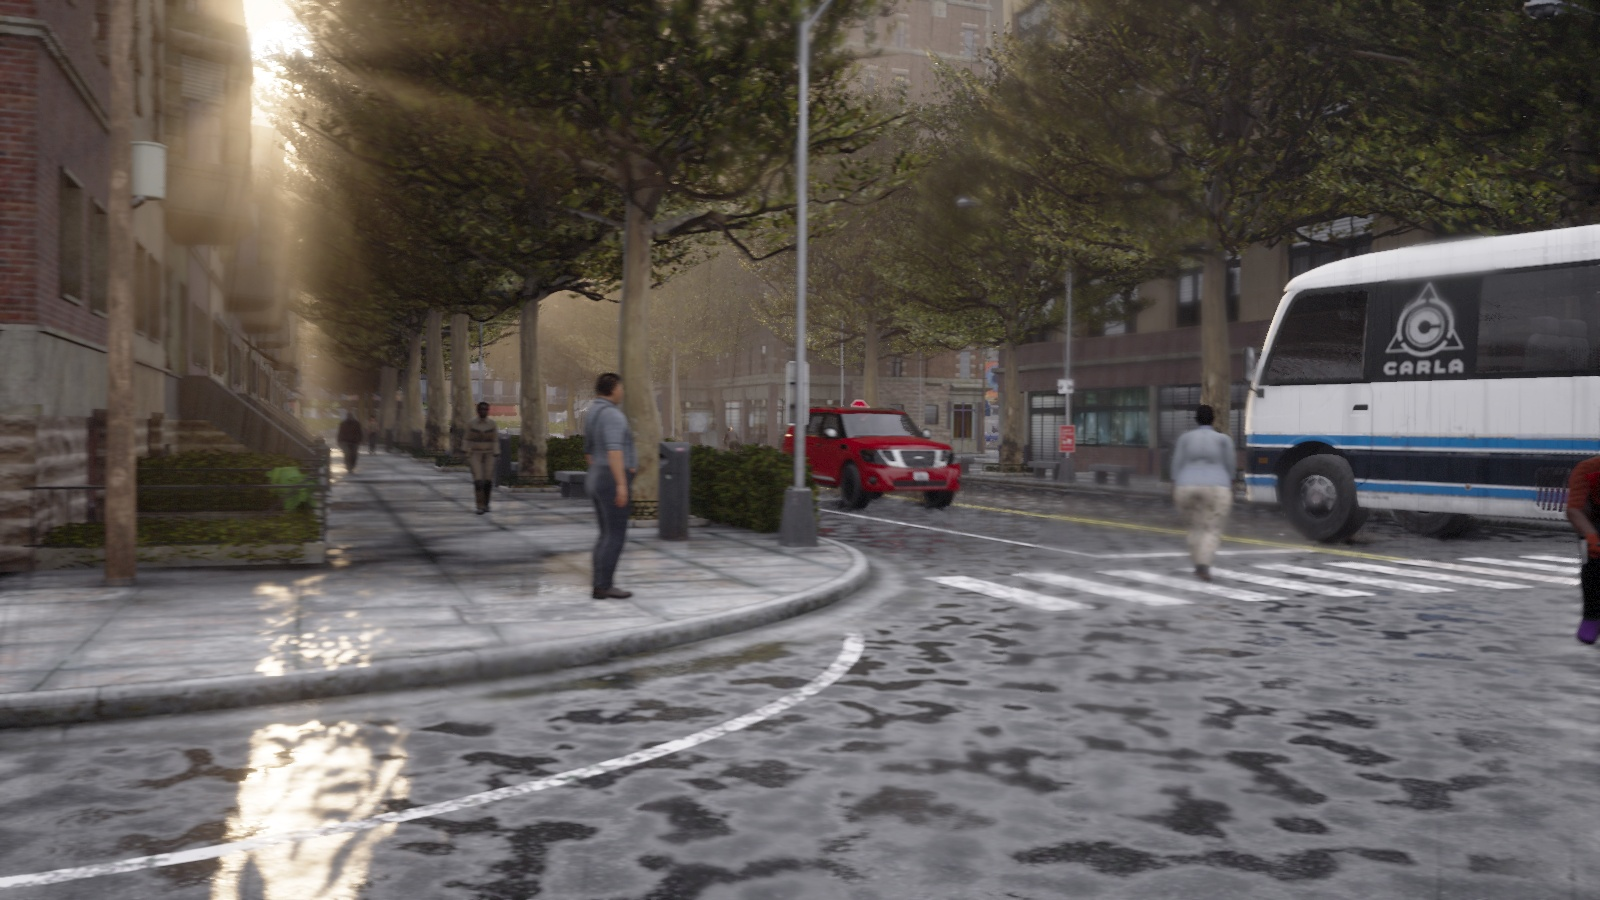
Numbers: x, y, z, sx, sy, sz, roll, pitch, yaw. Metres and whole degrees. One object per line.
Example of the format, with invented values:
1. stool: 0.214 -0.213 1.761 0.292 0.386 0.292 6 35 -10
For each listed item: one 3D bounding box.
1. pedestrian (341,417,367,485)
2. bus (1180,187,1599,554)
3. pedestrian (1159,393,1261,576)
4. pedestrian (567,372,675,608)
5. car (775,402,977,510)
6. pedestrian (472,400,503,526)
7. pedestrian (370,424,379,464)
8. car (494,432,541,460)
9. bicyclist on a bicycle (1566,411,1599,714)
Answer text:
1. pedestrian: -12.458 0.019 35.060 0.634 1.844 0.899 -1 1 -21
2. bus: 10.389 -0.960 16.518 3.944 4.253 10.273 -1 1 -32
3. pedestrian: 4.344 0.342 13.286 0.874 1.855 0.900 0 1 28
4. pedestrian: -1.460 0.304 10.218 0.694 1.848 0.540 -1 1 -30
5. car: 1.431 0.067 26.710 2.150 2.045 5.566 -1 1 -21
6. pedestrian: -4.896 0.188 19.652 0.396 1.930 0.692 -1 1 -18
7. pedestrian: -19.962 -0.289 58.969 0.345 1.836 0.594 -1 1 -21
8. car: -16.510 -0.267 73.177 2.007 1.525 4.514 -1 1 -21
9. bicyclist on a bicycle: 4.873 0.579 7.332 0.582 1.620 1.656 -2 1 30
